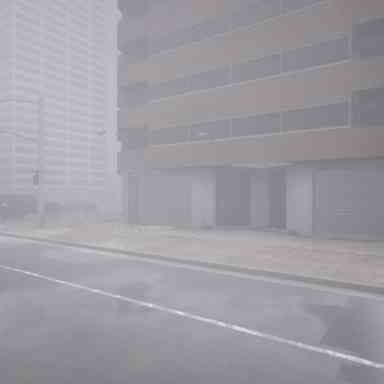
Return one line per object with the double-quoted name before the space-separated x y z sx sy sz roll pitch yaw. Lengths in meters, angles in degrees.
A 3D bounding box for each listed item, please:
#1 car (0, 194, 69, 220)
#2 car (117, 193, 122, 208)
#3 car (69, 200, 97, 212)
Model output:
"car" -13.934 1.221 28.784 2.150 2.045 5.566 0 0 35
"car" -7.335 1.352 44.674 2.097 1.767 4.553 0 0 35
"car" -13.035 1.547 36.555 2.033 1.411 5.357 0 0 35
